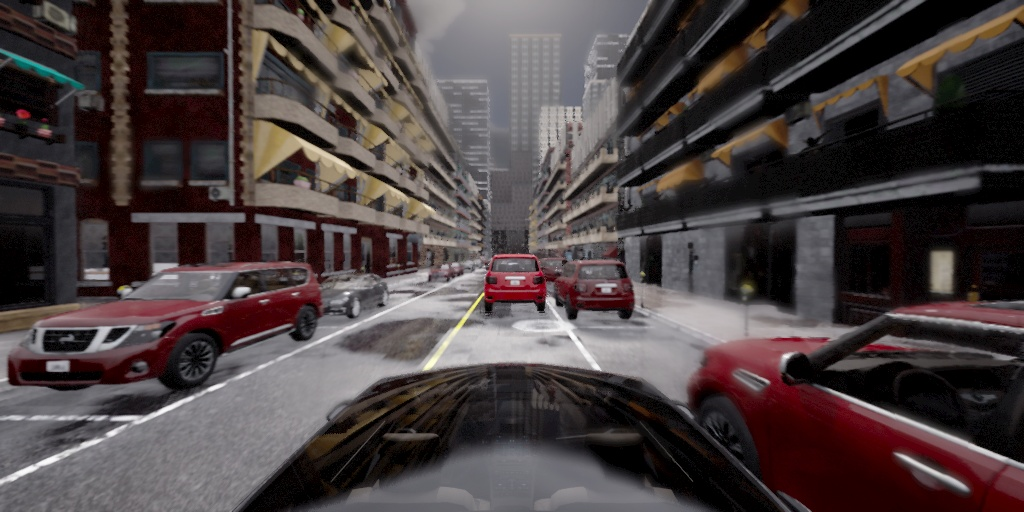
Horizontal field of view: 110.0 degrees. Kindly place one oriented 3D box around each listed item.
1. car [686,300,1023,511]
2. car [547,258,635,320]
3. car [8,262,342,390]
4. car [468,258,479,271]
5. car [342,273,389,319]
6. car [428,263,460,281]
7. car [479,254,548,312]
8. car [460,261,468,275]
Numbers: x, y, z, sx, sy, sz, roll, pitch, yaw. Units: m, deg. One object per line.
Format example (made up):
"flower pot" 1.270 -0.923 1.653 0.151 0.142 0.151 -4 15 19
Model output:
"car" 2.689 1.065 1.373 2.192 1.841 5.009 0 0 0
"car" 2.693 1.054 12.577 2.192 1.841 5.009 0 0 0
"car" -5.679 1.060 7.007 2.192 1.841 5.009 0 0 0
"car" -5.675 1.259 46.221 2.007 1.370 4.403 0 0 0
"car" -5.695 1.290 12.609 2.007 1.370 4.403 0 0 0
"car" -5.681 1.306 29.415 1.802 1.307 4.207 0 0 0
"car" 0.103 0.959 14.283 2.150 2.045 5.566 0 0 0
"car" -5.679 1.301 35.017 1.802 1.307 4.207 0 0 0
